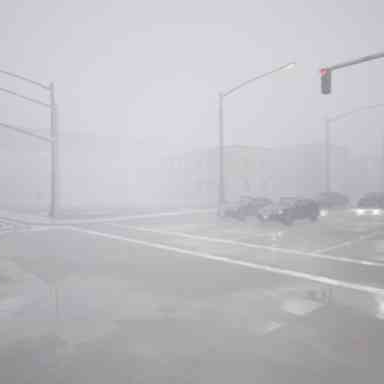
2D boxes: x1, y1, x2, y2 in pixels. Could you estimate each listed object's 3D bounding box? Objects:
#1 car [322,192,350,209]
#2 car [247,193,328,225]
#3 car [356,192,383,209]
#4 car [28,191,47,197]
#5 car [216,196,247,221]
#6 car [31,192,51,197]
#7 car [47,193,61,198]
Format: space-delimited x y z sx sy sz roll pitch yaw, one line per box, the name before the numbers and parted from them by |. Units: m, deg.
car | 12.690 0.701 30.766 5.357 1.411 2.033 -3 2 -42
car | 5.819 1.048 19.917 4.902 1.511 2.128 -2 2 -42
car | 16.076 0.680 29.092 4.181 1.385 1.994 -3 2 -42
car | -38.862 0.681 85.556 4.974 1.542 2.038 0 1 18
car | 3.710 1.030 22.722 4.902 1.511 2.128 -2 2 -42
car | -38.913 0.523 85.570 4.536 1.218 1.853 0 1 18
car | -35.163 0.637 86.041 2.038 1.542 4.974 -1 1 -12
